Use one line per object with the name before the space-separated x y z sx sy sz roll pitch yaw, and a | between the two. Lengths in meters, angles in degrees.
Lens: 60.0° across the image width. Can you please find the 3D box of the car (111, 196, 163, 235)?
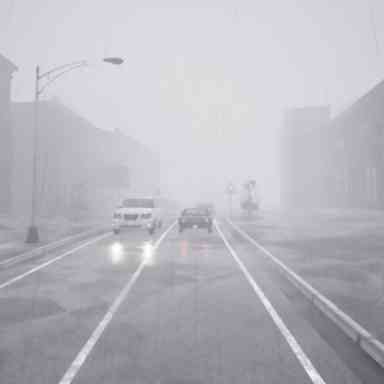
car | -2.978 1.232 19.234 2.150 2.045 5.566 0 -1 1

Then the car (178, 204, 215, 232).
car | 0.247 1.619 20.305 1.895 1.301 4.718 0 -1 2

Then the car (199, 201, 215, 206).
car | 1.620 1.867 38.560 1.882 1.535 5.008 0 -4 6
